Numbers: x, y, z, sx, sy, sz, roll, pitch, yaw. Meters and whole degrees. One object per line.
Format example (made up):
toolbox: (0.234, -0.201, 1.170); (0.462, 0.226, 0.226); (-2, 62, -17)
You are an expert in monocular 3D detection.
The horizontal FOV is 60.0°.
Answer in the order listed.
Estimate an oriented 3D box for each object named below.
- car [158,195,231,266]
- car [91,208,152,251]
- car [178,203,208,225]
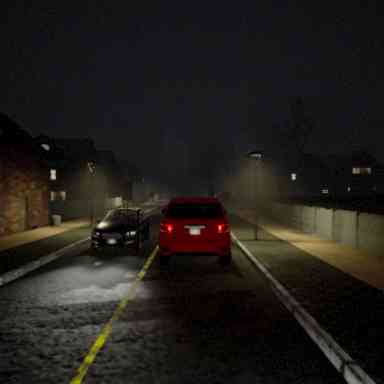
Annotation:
car: (0.077, 1.209, 11.683); (2.150, 2.045, 5.566); (0, -1, 0)
car: (-2.849, 1.485, 14.212); (2.128, 1.511, 4.902); (0, 0, 0)
car: (0.065, 1.555, 24.480); (1.994, 1.385, 4.181); (0, 0, 0)
